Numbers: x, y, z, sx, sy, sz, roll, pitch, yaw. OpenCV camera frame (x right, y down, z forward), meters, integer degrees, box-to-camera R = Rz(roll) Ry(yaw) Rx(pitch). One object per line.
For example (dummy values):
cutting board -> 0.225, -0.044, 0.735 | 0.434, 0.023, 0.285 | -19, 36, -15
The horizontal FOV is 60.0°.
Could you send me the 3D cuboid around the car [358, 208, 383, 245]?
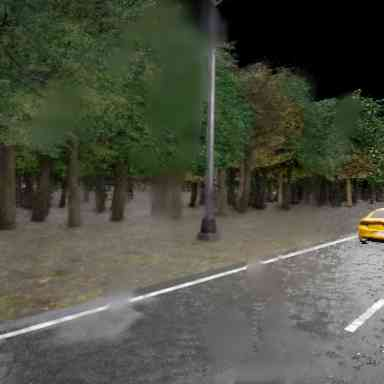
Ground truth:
car -> 8.771, 1.431, 14.261 | 1.882, 1.535, 5.008 | 2, 1, 44
